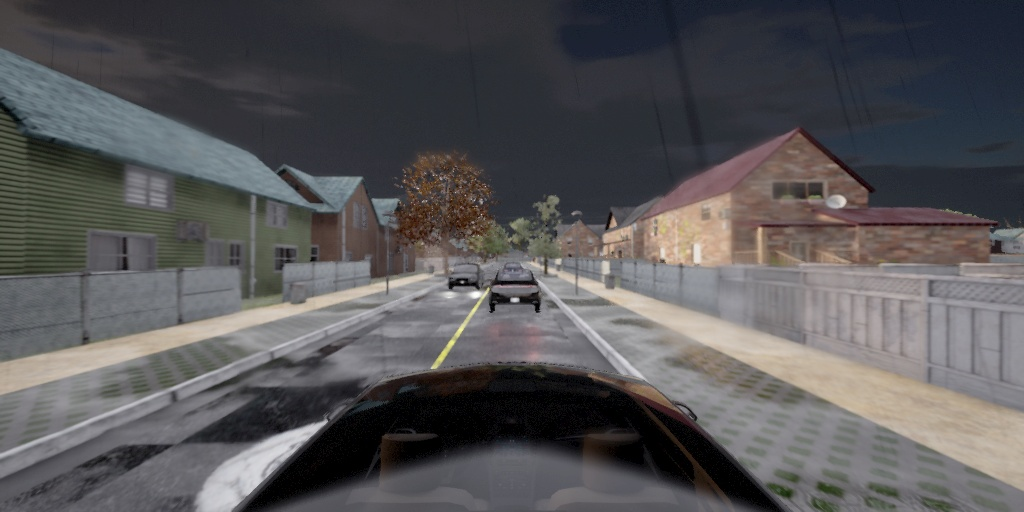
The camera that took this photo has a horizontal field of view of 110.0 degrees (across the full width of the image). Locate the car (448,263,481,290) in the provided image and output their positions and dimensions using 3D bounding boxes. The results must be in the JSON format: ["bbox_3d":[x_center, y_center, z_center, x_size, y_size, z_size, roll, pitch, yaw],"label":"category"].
[{"bbox_3d":[-2.761,1.225,22.361,1.837,1.490,4.892,0,0,0],"label":"car"}]

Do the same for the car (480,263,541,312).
[{"bbox_3d":[0.096,1.219,14.155,2.128,1.511,4.902,0,0,0],"label":"car"}]
